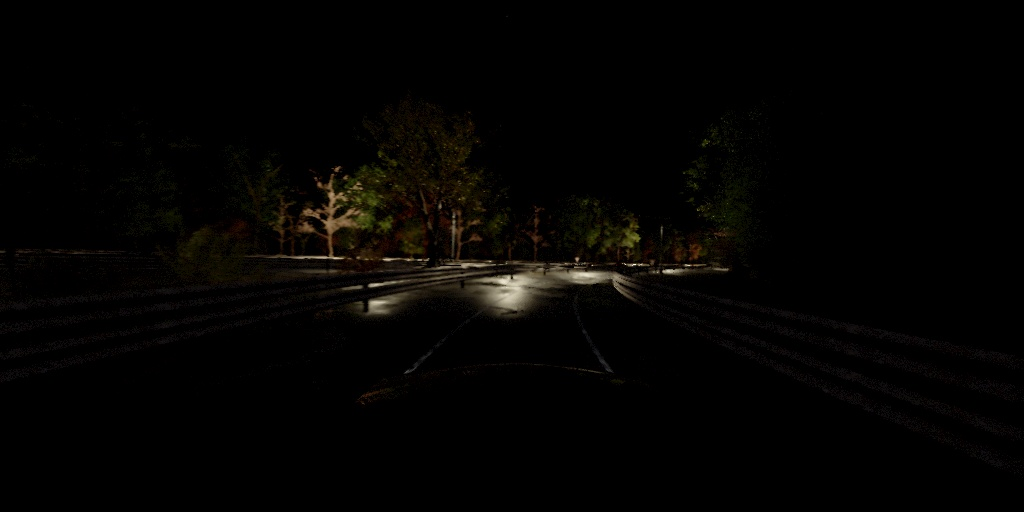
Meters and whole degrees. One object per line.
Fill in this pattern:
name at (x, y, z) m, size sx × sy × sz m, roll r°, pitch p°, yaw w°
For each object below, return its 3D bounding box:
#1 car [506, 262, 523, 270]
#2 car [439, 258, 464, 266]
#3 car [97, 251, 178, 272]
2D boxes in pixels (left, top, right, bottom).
car at (0.170, 1.696, 62.828) m, size 4.718 × 1.301 × 1.895 m, roll 2°, pitch 0°, yaw -45°
car at (-8.702, 1.261, 49.018) m, size 4.892 × 1.490 × 1.837 m, roll 2°, pitch 0°, yaw -45°
car at (-29.261, 0.479, 28.487) m, size 4.902 × 1.511 × 2.128 m, roll 2°, pitch 0°, yaw -45°
